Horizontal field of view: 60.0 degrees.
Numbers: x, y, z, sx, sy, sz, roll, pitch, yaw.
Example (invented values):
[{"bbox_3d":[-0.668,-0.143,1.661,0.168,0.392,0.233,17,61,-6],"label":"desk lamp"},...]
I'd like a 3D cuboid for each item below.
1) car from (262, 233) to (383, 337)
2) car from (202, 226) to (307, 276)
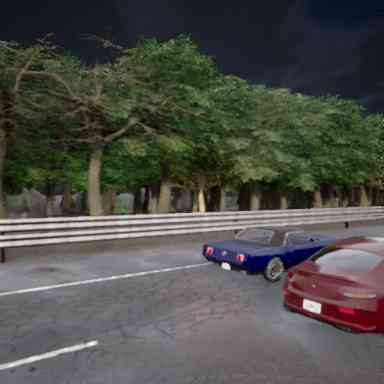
[{"bbox_3d":[3.691,1.585,6.373,4.674,1.442,1.812,1,0,-35],"label":"car"},{"bbox_3d":[2.698,1.672,9.960,4.718,1.301,1.895,1,0,-35],"label":"car"}]
